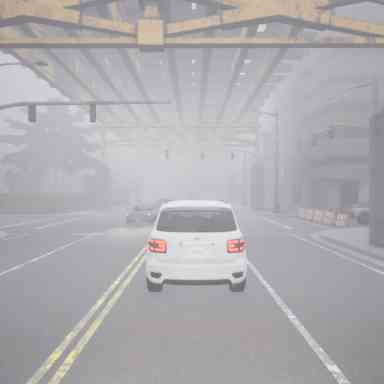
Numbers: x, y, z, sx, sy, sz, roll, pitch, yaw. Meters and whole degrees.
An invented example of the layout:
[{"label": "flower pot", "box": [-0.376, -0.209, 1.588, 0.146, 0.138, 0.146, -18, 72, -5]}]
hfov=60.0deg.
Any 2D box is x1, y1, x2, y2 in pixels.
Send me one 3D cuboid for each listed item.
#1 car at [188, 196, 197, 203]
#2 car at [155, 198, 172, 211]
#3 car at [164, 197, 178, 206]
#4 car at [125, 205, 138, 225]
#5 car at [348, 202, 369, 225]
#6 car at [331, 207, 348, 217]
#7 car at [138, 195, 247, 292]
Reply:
[{"label": "car", "box": [0.147, 1.526, 68.196, 1.812, 1.442, 4.674, 0, 0, 0]}, {"label": "car", "box": [-3.572, 1.525, 42.346, 1.812, 1.442, 4.674, 0, 0, 0]}, {"label": "car", "box": [-3.523, 1.564, 56.857, 1.994, 1.385, 4.181, 0, 0, 0]}, {"label": "car", "box": [-3.584, 1.601, 24.307, 1.895, 1.301, 4.718, 0, 0, 0]}, {"label": "car", "box": [13.277, 1.453, 22.120, 4.974, 1.542, 2.038, 0, 0, -20]}, {"label": "car", "box": [13.653, 1.295, 26.257, 4.536, 1.218, 1.853, 0, 0, 25]}, {"label": "car", "box": [0.085, 1.221, 9.075, 2.150, 2.045, 5.566, 0, 0, 0]}]
